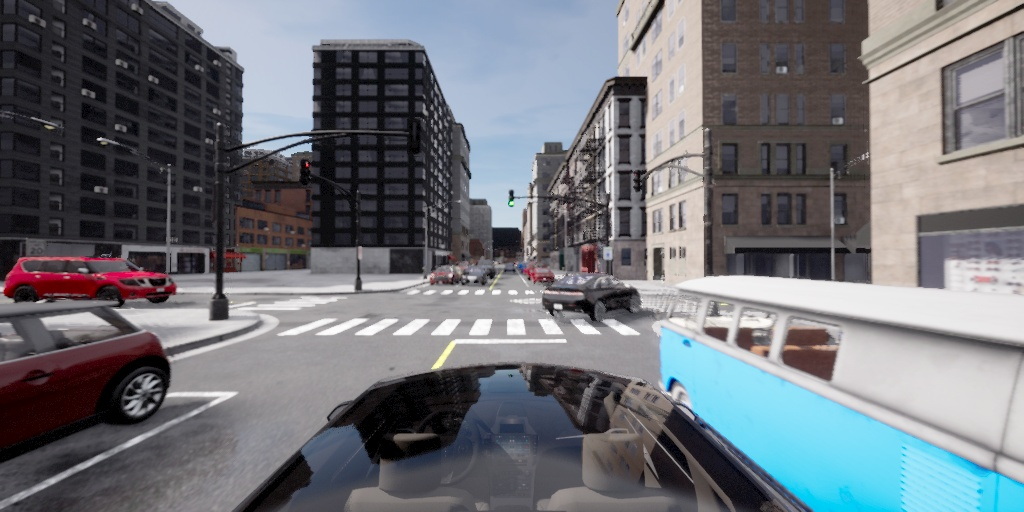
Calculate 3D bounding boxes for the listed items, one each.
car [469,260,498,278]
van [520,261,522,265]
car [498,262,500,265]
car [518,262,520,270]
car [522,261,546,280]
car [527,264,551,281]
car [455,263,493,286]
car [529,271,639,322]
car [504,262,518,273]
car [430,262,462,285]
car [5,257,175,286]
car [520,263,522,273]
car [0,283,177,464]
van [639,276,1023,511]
[{"bbox_3d":[-3.060,1.460,39.541,2.150,2.045,5.566,0,-1,0],"label":"car"},{"bbox_3d":[2.349,1.729,51.434,1.690,1.789,3.998,0,0,0],"label":"van"},{"bbox_3d":[-3.121,1.918,49.940,2.033,1.411,5.357,0,-1,0],"label":"car"},{"bbox_3d":[2.317,2.022,56.842,1.948,1.339,4.313,0,0,0],"label":"car"},{"bbox_3d":[2.446,1.496,35.206,2.192,1.841,5.009,0,0,0],"label":"car"},{"bbox_3d":[2.478,1.656,29.797,1.888,1.381,4.507,0,0,0],"label":"car"},{"bbox_3d":[-3.001,1.599,29.374,2.128,1.511,4.902,0,-1,0],"label":"car"},{"bbox_3d":[3.058,1.410,13.145,2.128,1.511,4.902,-1,-1,41],"label":"car"},{"bbox_3d":[-0.340,2.061,60.002,1.994,1.385,4.181,0,-1,0],"label":"car"},{"bbox_3d":[-5.547,1.553,29.749,1.967,1.591,4.097,0,0,0],"label":"car"},{"bbox_3d":[-17.500,1.063,15.055,5.566,2.045,2.150,0,-1,0],"label":"car"},{"bbox_3d":[2.381,1.864,46.024,1.888,1.381,4.507,0,0,0],"label":"car"},{"bbox_3d":[-5.387,1.207,2.872,1.967,1.591,4.097,0,0,0],"label":"car"},{"bbox_3d":[2.638,1.105,2.919,1.690,1.789,3.998,0,0,0],"label":"van"}]
